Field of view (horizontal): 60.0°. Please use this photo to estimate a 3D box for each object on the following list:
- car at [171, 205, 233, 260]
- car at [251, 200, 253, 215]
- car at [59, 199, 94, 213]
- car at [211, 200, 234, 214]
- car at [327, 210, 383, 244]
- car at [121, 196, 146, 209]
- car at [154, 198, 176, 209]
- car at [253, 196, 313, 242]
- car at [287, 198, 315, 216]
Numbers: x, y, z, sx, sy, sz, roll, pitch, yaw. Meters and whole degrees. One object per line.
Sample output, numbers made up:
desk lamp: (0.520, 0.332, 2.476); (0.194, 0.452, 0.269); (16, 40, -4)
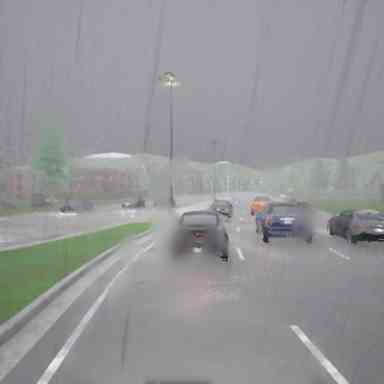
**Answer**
car: (0.348, 1.445, 12.137); (1.837, 1.490, 4.892); (0, 1, 4)
car: (6.723, 1.192, 31.856); (2.097, 1.767, 4.553); (0, 0, 10)
car: (-11.826, 1.390, 34.319); (1.994, 1.385, 4.181); (0, 0, 10)
car: (2.461, 1.407, 27.821); (2.033, 1.411, 5.357); (0, 0, 10)
car: (7.692, 1.487, 15.233); (1.994, 1.385, 4.181); (0, 0, 7)
car: (-7.114, 1.285, 40.926); (2.128, 1.511, 4.902); (0, 0, 10)
car: (-3.393, 1.389, 41.885); (1.895, 1.301, 4.718); (0, 0, 10)
car: (4.263, 1.271, 15.972); (2.097, 1.767, 4.553); (0, 0, 7)
car: (10.243, 1.344, 31.665); (1.837, 1.490, 4.892); (0, 0, 10)
